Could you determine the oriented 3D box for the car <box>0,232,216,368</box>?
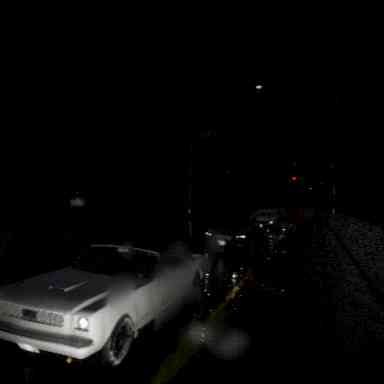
[{"bbox_3d":[-1.199,1.590,6.032,1.895,1.301,4.718,3,0,20],"label":"car"}]

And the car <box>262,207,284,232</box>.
[{"bbox_3d":[5.338,1.997,24.174,1.812,1.442,4.674,3,-1,20],"label":"car"}]

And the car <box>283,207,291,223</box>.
[{"bbox_3d":[8.796,2.254,33.701,1.812,1.442,4.674,3,-1,21],"label":"car"}]

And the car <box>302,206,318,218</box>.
[{"bbox_3d":[16.626,2.795,46.887,2.033,1.411,5.357,3,-1,20],"label":"car"}]

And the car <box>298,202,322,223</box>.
[{"bbox_3d":[12.701,2.169,35.924,2.150,2.045,5.566,3,0,20],"label":"car"}]

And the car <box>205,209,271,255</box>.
[{"bbox_3d":[1.968,1.714,14.825,2.128,1.511,4.902,3,-1,20],"label":"car"}]
